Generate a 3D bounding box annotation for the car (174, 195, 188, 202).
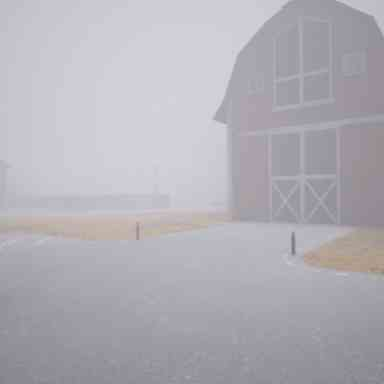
[{"bbox_3d":[-3.167,1.990,94.035,1.932,1.855,4.605,-1,0,35],"label":"car"}]
